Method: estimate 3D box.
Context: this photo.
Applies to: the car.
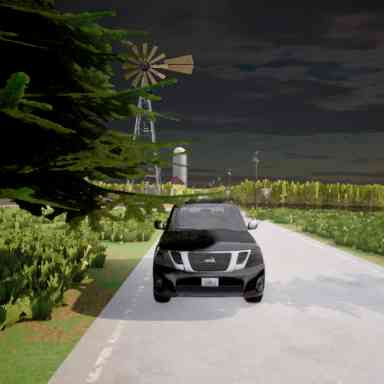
[{"bbox_3d":[0.331,1.221,8.579,2.150,2.045,5.566,0,0,0],"label":"car"}]
